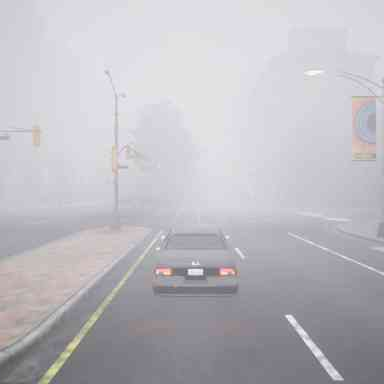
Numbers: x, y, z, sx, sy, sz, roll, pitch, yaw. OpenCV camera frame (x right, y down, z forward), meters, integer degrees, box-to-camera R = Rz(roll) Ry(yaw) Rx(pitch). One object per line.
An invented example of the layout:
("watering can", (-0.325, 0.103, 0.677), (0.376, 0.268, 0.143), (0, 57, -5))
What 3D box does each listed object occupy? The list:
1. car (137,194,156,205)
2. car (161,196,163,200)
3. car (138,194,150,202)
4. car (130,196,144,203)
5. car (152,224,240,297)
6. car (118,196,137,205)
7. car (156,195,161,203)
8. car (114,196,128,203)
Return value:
("car", (-8.014, 1.564, 58.910), (1.994, 1.385, 4.181), (0, 0, 1))
("car", (-7.922, 1.500, 77.757), (1.837, 1.490, 4.892), (0, 0, 0))
("car", (-11.421, 1.355, 79.526), (2.097, 1.767, 4.553), (0, 0, 0))
("car", (-11.431, 1.525, 69.515), (2.128, 1.511, 4.902), (0, 0, 0))
("car", (0.083, 1.547, 8.752), (2.033, 1.411, 5.357), (0, 0, 0))
("car", (-11.509, 1.491, 59.594), (2.128, 1.511, 4.902), (0, 0, 0))
("car", (-7.951, 1.525, 67.428), (1.812, 1.442, 4.674), (0, 0, 1))
("car", (-14.680, 1.594, 69.396), (1.895, 1.301, 4.718), (0, 0, 0))
